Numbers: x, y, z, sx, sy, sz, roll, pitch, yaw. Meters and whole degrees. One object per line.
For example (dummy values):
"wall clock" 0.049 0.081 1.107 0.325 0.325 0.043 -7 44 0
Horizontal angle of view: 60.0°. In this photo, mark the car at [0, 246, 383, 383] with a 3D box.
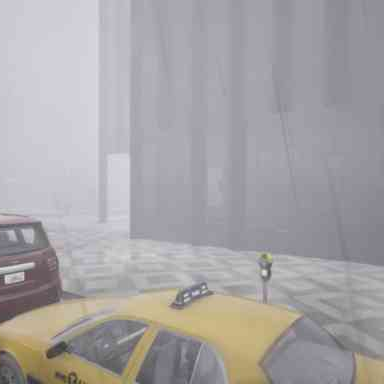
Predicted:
"car" -0.207 1.525 3.110 4.829 1.417 1.752 0 0 36

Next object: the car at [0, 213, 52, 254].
"car" -4.481 1.314 6.167 5.009 1.841 2.192 0 0 36
